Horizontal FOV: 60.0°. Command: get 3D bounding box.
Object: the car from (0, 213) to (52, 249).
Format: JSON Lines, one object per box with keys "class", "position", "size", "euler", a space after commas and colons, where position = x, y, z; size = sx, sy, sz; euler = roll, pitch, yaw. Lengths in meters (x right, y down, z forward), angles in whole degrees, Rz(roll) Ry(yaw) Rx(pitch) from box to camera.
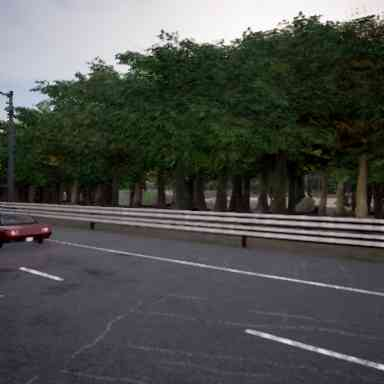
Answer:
{"class": "car", "position": [-8.185, 1.580, 14.553], "size": [4.718, 1.301, 1.895], "euler": [0, 0, 38]}
